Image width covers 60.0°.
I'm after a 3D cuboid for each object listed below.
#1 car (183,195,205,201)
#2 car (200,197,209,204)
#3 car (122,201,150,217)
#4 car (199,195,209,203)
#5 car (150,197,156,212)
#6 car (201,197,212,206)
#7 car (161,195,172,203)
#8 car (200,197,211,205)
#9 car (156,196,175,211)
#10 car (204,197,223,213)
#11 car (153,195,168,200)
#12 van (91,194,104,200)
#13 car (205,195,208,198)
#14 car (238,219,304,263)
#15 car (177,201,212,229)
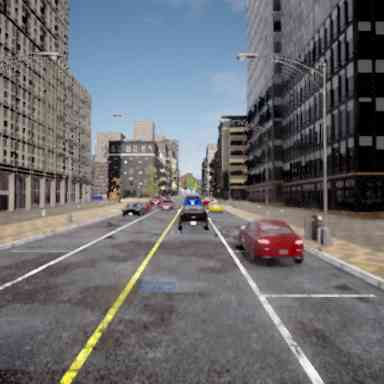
[{"bbox_3d":[0.073,1.351,40.417,2.150,2.045,5.566,0,0,0],"label":"car"},{"bbox_3d":[2.651,1.796,71.279,1.947,1.339,4.313,1,0,0],"label":"car"},{"bbox_3d":[-5.701,1.671,33.140,1.947,1.339,4.313,1,0,0],"label":"car"},{"bbox_3d":[2.725,1.563,76.715,2.192,1.841,5.009,1,0,0],"label":"car"},{"bbox_3d":[-5.705,1.668,38.586,1.887,1.381,4.507,1,0,0],"label":"car"},{"bbox_3d":[2.660,1.720,60.570,1.752,1.417,4.829,1,0,0],"label":"car"},{"bbox_3d":[-5.802,1.563,76.703,2.192,1.841,5.009,1,0,0],"label":"car"},{"bbox_3d":[2.655,1.778,65.840,1.947,1.339,4.313,1,0,0],"label":"car"},{"bbox_3d":[-3.118,1.662,42.696,1.812,1.442,4.674,0,0,0],"label":"car"},{"bbox_3d":[2.676,1.649,38.811,1.752,1.417,4.829,1,0,0],"label":"car"},{"bbox_3d":[-5.713,1.491,54.924,2.192,1.841,5.009,1,0,0],"label":"car"},{"bbox_3d":[-26.311,1.487,90.971,3.998,1.788,1.690,0,-1,0],"label":"van"},{"bbox_3d":[2.664,1.721,54.960,1.887,1.381,4.507,1,0,0],"label":"car"},{"bbox_3d":[2.694,1.620,11.869,1.802,1.307,4.206,1,0,0],"label":"car"},{"bbox_3d":[0.083,1.576,22.011,1.837,1.490,4.892,0,0,0],"label":"car"}]
